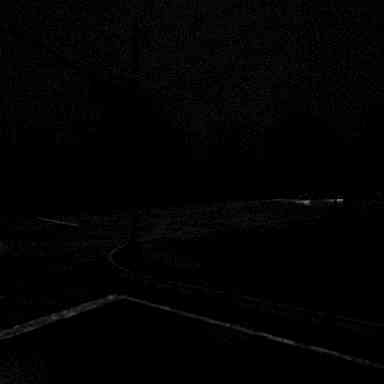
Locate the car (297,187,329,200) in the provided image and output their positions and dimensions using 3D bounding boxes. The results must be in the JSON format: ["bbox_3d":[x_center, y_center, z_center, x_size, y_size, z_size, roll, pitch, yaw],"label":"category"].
[{"bbox_3d":[16.055,0.186,44.097,4.892,1.490,1.837,-3,2,-29],"label":"car"}]

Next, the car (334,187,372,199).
[{"bbox_3d":[20.644,0.085,42.601,5.357,1.411,2.033,-4,2,-27],"label":"car"}]
